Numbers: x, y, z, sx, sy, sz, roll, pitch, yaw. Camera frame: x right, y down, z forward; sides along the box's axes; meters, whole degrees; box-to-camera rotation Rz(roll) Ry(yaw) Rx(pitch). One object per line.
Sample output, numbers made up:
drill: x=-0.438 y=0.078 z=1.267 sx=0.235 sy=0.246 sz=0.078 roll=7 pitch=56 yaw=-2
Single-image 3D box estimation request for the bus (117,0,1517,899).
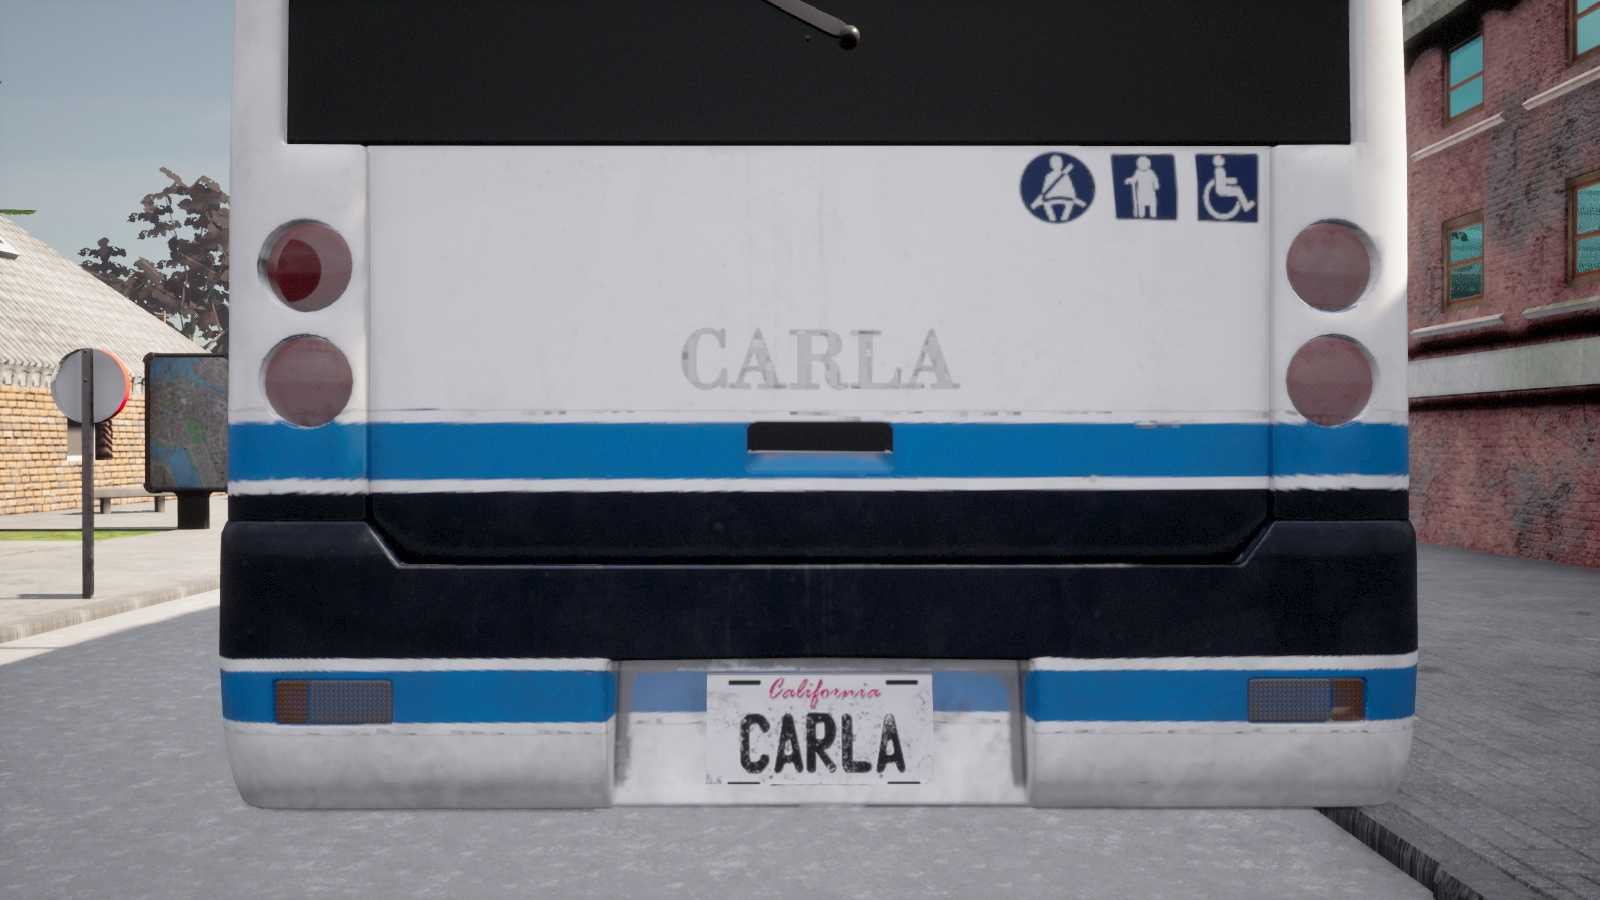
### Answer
bus: x=0.025 y=-0.679 z=8.677 sx=3.944 sy=4.253 sz=10.273 roll=0 pitch=0 yaw=0
